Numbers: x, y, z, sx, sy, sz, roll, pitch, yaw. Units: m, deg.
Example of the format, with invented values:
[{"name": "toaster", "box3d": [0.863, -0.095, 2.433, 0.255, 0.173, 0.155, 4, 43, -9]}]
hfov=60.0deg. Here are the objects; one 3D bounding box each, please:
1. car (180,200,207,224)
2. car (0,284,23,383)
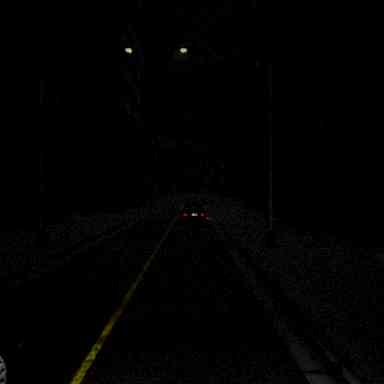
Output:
[{"name": "car", "box3d": [0.101, 1.517, 24.179, 2.033, 1.411, 5.357, 0, 0, 0]}, {"name": "car", "box3d": [-2.842, 1.492, 1.791, 2.128, 1.511, 4.902, 0, 0, 0]}]
